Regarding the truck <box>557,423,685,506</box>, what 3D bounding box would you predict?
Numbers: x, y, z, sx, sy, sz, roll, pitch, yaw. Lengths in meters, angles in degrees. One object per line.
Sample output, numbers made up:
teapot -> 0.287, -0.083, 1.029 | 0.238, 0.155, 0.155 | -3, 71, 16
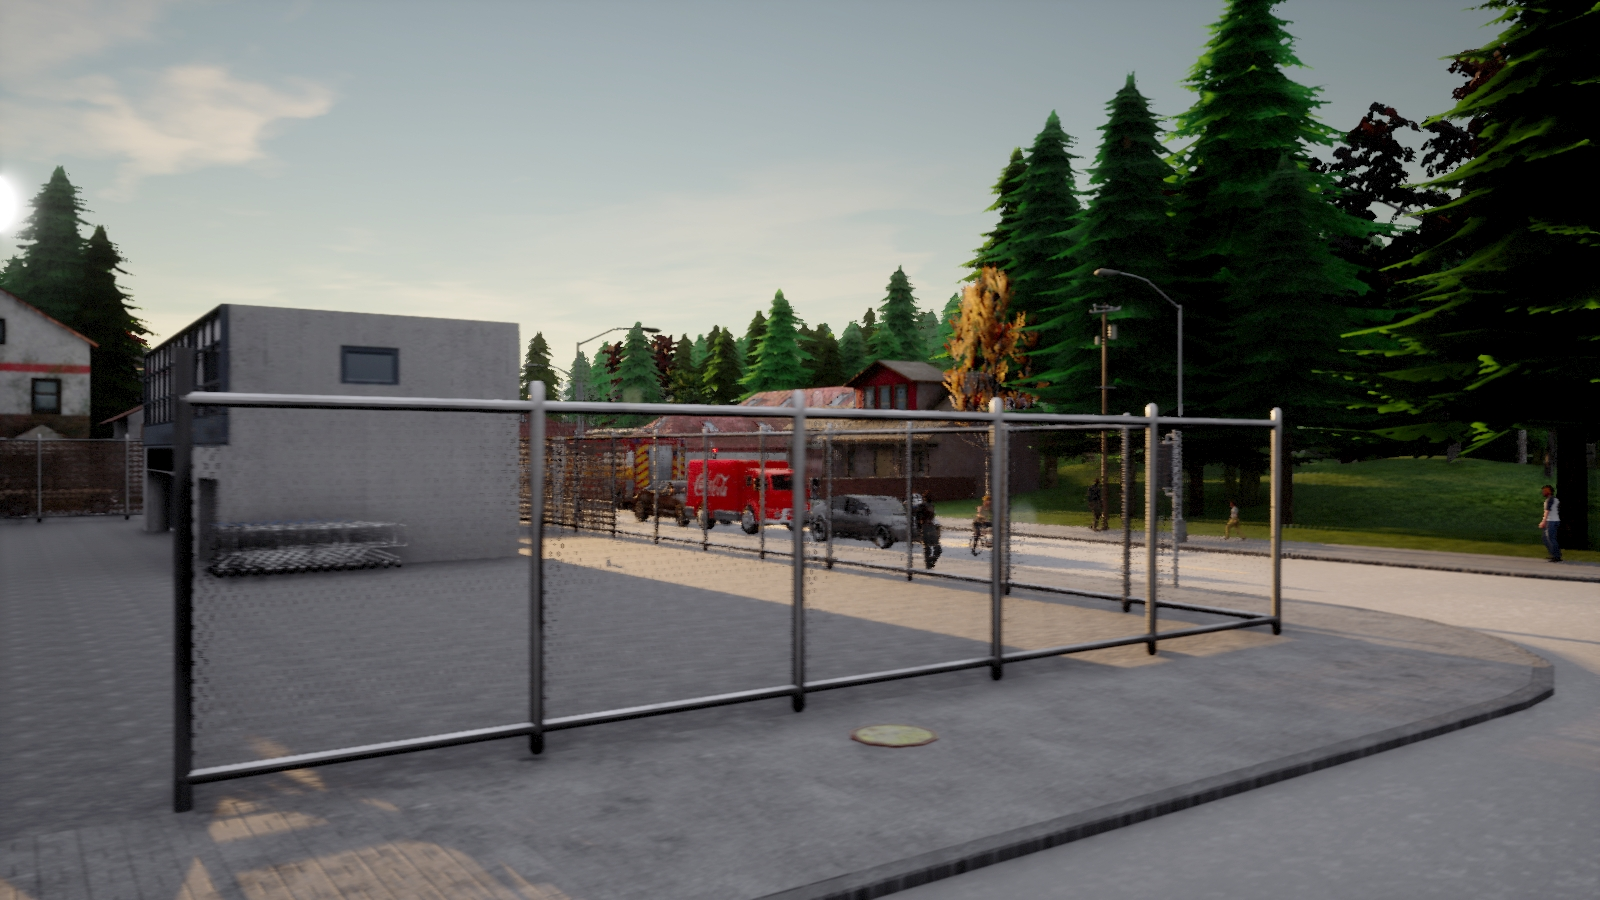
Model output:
truck -> -9.117, 0.671, 57.181 | 2.891, 3.827, 8.468 | 0, 0, -35

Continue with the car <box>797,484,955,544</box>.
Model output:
car -> 2.173, 1.843, 34.052 | 2.163, 1.488, 4.792 | 0, 0, -35

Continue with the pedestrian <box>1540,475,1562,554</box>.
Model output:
pedestrian -> 17.944, 1.524, 27.305 | 0.375, 1.860, 0.375 | 0, 0, -44

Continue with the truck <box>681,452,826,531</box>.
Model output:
truck -> -1.707, 1.339, 39.624 | 2.627, 2.467, 5.204 | 0, 0, -35

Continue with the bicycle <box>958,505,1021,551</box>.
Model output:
bicycle -> 4.975, 2.036, 30.050 | 0.859, 1.080, 1.487 | 0, 0, -35

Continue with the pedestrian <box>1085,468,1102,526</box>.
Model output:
pedestrian -> 9.595, 1.524, 37.331 | 0.375, 1.860, 0.375 | 0, 0, -44

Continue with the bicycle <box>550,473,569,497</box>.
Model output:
bicycle -> -13.296, 1.940, 63.104 | 0.329, 1.271, 1.835 | 0, 0, -35

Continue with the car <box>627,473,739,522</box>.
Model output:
car -> -4.553, 1.775, 43.779 | 2.152, 1.651, 5.027 | 0, 0, -34

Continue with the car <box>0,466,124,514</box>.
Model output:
car -> -31.181, 1.644, 48.087 | 4.605, 1.855, 1.932 | 0, 0, -34

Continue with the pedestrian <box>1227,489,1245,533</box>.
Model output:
pedestrian -> 12.964, 1.805, 33.995 | 0.375, 1.300, 0.375 | 0, 0, 43

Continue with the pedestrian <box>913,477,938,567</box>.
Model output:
pedestrian -> 2.673, 1.516, 24.250 | 0.375, 1.860, 0.375 | 0, 0, -41
